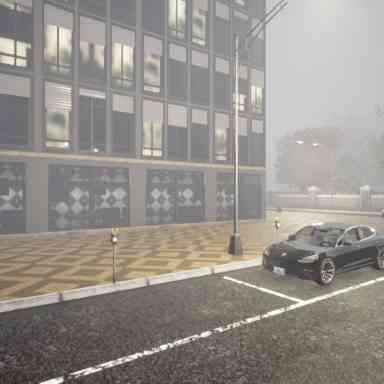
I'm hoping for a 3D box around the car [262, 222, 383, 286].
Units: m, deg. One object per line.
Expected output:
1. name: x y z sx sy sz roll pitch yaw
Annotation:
1. car: 3.914 1.562 9.438 4.313 1.339 1.947 0 0 -35
